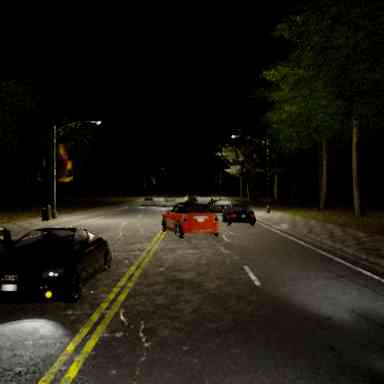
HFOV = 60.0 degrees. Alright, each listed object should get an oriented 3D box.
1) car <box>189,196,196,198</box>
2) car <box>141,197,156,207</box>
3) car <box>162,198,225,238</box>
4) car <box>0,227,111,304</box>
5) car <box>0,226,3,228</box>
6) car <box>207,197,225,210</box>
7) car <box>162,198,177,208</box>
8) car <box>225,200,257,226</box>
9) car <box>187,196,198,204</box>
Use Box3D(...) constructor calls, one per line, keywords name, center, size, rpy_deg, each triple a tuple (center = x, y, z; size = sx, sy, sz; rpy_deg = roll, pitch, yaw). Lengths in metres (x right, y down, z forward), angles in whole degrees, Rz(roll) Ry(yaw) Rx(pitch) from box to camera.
Box3D(name="car", center=(0.099, 1.543, 44.388), size=(1.812, 1.442, 4.674), rpy_deg=(0, 0, 0))
Box3D(name="car", center=(-6.589, 1.542, 50.829), size=(1.812, 1.442, 4.674), rpy_deg=(0, 0, 0))
Box3D(name="car", center=(-0.213, 1.372, 18.106), size=(2.097, 1.767, 4.553), rpy_deg=(0, 0, -18))
Box3D(name="car", center=(-3.350, 1.577, 8.099), size=(1.994, 1.385, 4.181), rpy_deg=(0, 0, 0))
Box3D(name="car", center=(-6.601, 1.505, 8.580), size=(2.128, 1.511, 4.902), rpy_deg=(0, 0, 0))
Box3D(name="car", center=(3.248, 1.510, 45.450), size=(2.128, 1.511, 4.902), rpy_deg=(0, 0, 0))
Box3D(name="car", center=(-3.348, 1.618, 49.645), size=(1.895, 1.301, 4.718), rpy_deg=(0, 0, 0))
Box3D(name="car", center=(3.249, 1.567, 23.451), size=(2.033, 1.411, 5.357), rpy_deg=(0, 0, 0))
Box3D(name="car", center=(0.098, 1.507, 63.866), size=(2.033, 1.411, 5.357), rpy_deg=(0, 1, 0))
